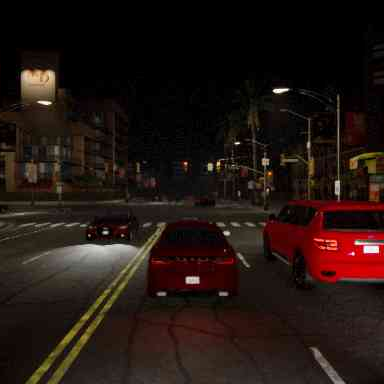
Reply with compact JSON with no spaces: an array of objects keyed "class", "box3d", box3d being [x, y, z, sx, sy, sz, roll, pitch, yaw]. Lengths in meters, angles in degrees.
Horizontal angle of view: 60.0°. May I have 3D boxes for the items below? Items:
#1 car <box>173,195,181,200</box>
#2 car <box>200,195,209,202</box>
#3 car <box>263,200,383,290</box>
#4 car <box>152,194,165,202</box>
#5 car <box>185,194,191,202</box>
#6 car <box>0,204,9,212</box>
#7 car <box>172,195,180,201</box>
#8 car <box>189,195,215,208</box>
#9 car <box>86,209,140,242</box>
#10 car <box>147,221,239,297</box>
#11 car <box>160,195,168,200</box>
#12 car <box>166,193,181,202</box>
[{"class":"car","box3d":[-4.111,1.552,92.503,1.994,1.385,4.181,0,0,0]},{"class":"car","box3d":[2.985,1.524,78.779,1.812,1.442,4.674,0,0,0]},{"class":"car","box3d":[3.511,1.221,9.197,2.150,2.045,5.566,0,0,0]},{"class":"car","box3d":[-7.472,1.552,72.205,1.994,1.385,4.181,0,0,0]},{"class":"car","box3d":[-0.505,1.355,77.199,2.097,1.767,4.553,0,0,0]},{"class":"car","box3d":[-22.289,1.601,35.528,4.718,1.301,1.895,0,0,-1]},{"class":"car","box3d":[-4.042,1.524,82.700,1.812,1.442,4.674,0,0,0]},{"class":"car","box3d":[1.907,1.491,47.620,2.128,1.511,4.902,0,0,22]},{"class":"car","box3d":[-3.754,1.564,16.334,1.994,1.385,4.181,0,0,-1]},{"class":"car","box3d":[0.014,1.478,8.621,1.882,1.535,5.008,0,0,0]},{"class":"car","box3d":[-7.595,1.500,90.642,1.837,1.490,4.892,0,0,0]},{"class":"car","box3d":[-3.977,1.225,72.984,2.150,2.045,5.566,0,0,0]}]
